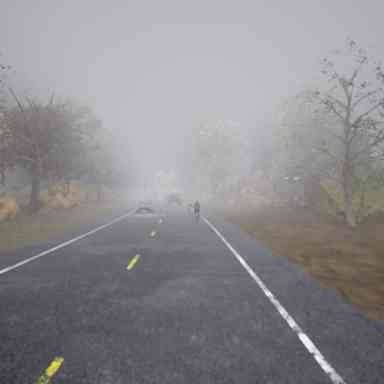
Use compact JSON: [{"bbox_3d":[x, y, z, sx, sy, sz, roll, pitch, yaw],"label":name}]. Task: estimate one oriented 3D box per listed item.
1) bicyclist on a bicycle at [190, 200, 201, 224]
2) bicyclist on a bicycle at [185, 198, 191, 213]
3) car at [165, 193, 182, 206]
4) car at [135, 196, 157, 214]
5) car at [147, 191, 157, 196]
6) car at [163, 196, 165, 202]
[{"bbox_3d":[0.369,1.431,23.643,0.582,1.620,1.656,0,0,-3],"label":"bicyclist on a bicycle"},{"bbox_3d":[-0.234,1.397,33.862,0.866,1.612,1.509,0,0,-4],"label":"bicyclist on a bicycle"},{"bbox_3d":[-2.922,1.141,54.935,2.150,2.045,5.566,0,1,-6],"label":"car"},{"bbox_3d":[-4.871,1.510,35.346,2.033,1.411,5.357,0,0,-4],"label":"car"},{"bbox_3d":[-9.340,0.830,77.293,2.150,2.045,5.566,0,0,-8],"label":"car"},{"bbox_3d":[-5.414,1.321,74.655,1.882,1.535,5.008,0,0,-8],"label":"car"}]
